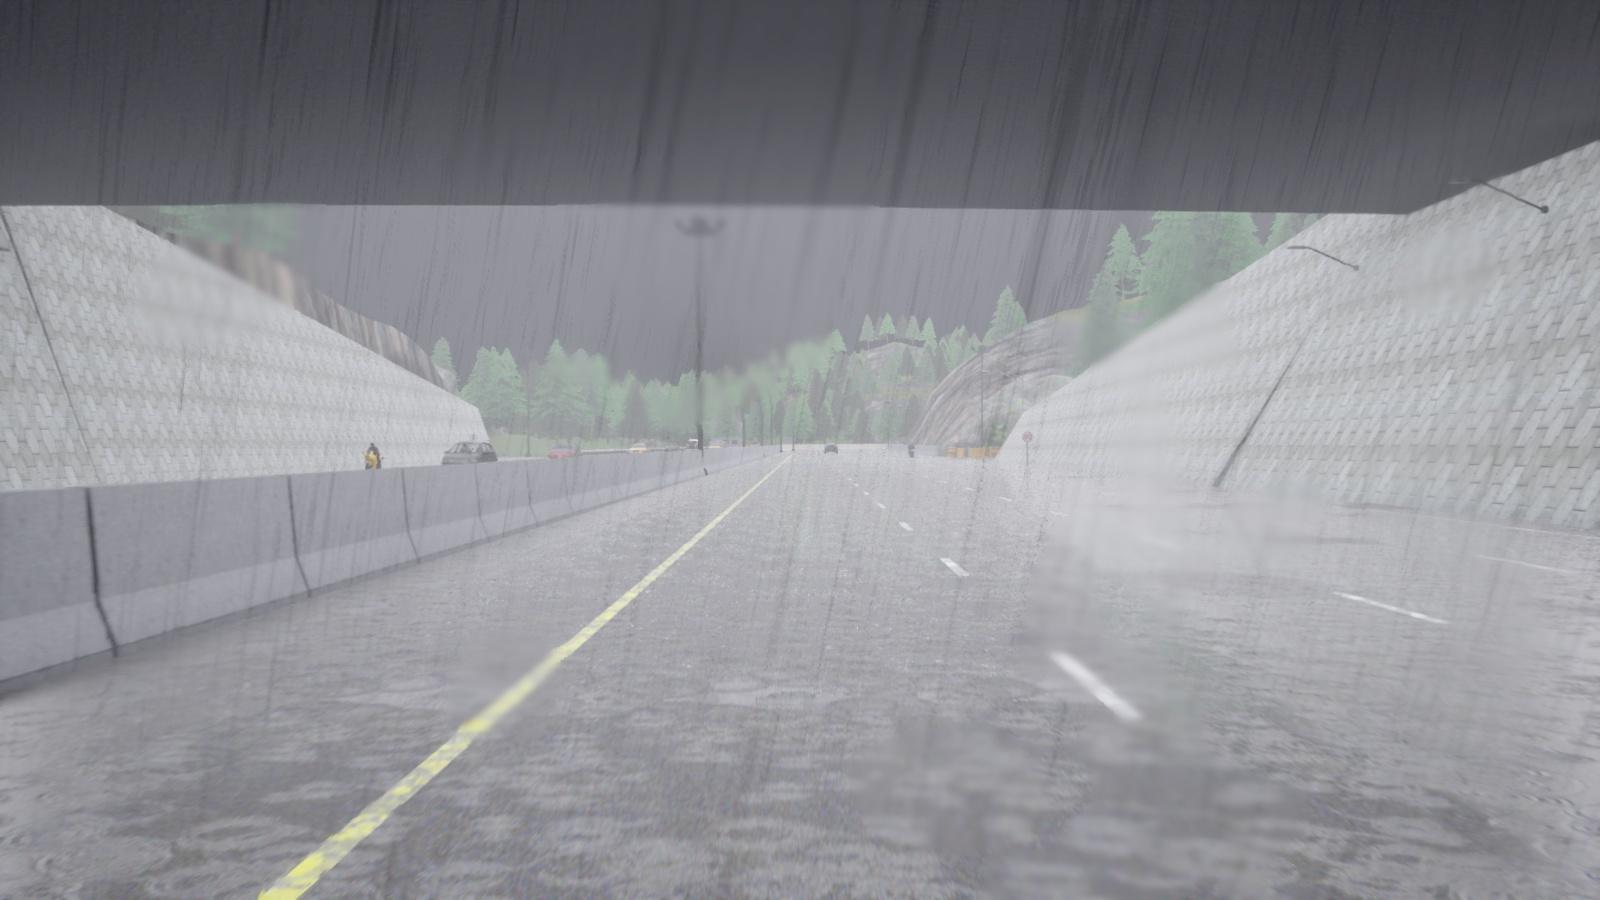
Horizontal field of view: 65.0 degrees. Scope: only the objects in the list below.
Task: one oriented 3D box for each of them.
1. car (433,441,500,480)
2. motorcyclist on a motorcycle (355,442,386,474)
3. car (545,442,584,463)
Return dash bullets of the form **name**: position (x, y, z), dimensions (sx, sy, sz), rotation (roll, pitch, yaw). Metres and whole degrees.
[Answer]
- **car**: position (-13.726, 0.421, 51.904), dimensions (1.789, 1.549, 3.705), rotation (0, 0, 0)
- **motorcyclist on a motorcycle**: position (-20.686, 0.371, 60.536), dimensions (0.797, 1.523, 2.044), rotation (0, 0, 0)
- **car**: position (-17.047, 0.166, 91.033), dimensions (2.007, 1.525, 4.514), rotation (0, 0, 0)
